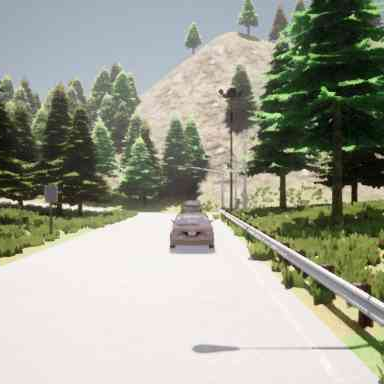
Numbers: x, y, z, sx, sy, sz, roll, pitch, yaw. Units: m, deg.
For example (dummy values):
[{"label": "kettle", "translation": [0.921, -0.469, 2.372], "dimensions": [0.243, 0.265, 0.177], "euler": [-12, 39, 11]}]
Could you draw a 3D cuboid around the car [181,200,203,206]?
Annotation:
[{"label": "car", "translation": [0.000, 1.493, 29.650], "dimensions": [2.128, 1.511, 4.902], "euler": [0, 0, 0]}]

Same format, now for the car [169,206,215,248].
[{"label": "car", "translation": [0.000, 1.561, 14.650], "dimensions": [2.033, 1.411, 5.357], "euler": [0, 0, 0]}]
